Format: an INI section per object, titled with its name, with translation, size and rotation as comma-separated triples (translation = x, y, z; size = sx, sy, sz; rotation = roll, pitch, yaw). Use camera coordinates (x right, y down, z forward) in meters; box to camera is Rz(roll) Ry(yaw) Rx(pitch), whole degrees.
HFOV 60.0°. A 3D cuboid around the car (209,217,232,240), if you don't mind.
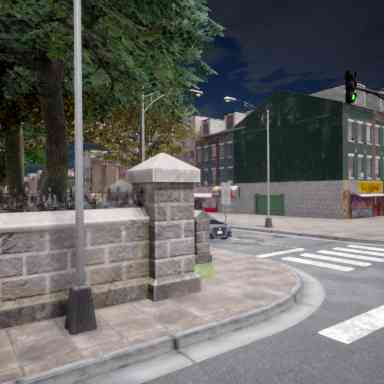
[car]
translation = 0.164, 1.775, 17.495
size = 1.994, 1.385, 4.181
rotation = -1, 0, -36
